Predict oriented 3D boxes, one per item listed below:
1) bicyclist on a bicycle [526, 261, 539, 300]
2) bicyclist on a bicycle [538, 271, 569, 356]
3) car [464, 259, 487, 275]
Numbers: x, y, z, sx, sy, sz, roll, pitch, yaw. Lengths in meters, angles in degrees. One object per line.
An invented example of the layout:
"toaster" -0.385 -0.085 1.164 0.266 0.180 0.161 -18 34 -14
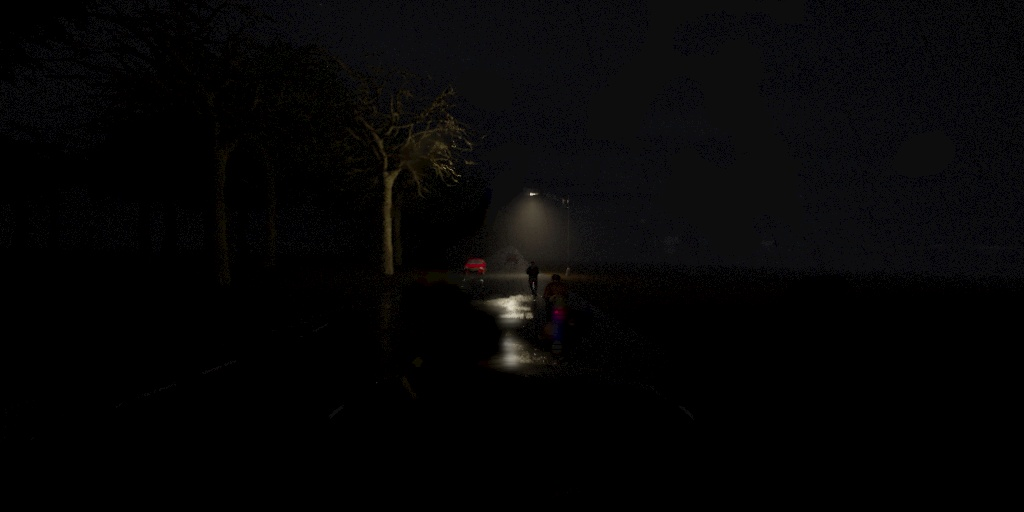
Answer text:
"bicyclist on a bicycle" 0.968 1.085 16.694 0.659 1.776 1.843 0 0 0
"bicyclist on a bicycle" 0.964 1.200 7.702 0.582 1.620 1.656 0 0 0
"car" -3.588 1.032 35.454 1.882 1.535 5.008 0 1 0
